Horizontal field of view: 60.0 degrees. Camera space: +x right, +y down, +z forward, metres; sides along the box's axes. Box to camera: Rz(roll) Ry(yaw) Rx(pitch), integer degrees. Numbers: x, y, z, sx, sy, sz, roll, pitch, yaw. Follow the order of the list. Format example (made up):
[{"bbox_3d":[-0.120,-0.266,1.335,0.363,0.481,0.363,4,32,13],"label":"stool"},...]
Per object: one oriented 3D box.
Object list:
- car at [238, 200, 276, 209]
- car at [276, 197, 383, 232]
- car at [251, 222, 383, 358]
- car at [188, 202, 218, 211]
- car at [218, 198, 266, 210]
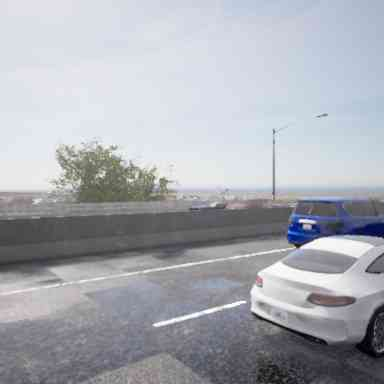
[{"bbox_3d":[6.090,1.562,25.529,4.718,1.301,1.895,0,0,-35],"label":"car"},{"bbox_3d":[5.889,1.199,12.244,5.566,2.045,2.150,0,0,-35],"label":"car"},{"bbox_3d":[3.089,1.515,5.951,4.674,1.442,1.812,0,0,-35],"label":"car"},{"bbox_3d":[1.993,1.562,31.205,4.718,1.301,1.895,0,0,-35],"label":"car"},{"bbox_3d":[4.952,1.311,29.014,4.553,1.767,2.097,0,0,-35],"label":"car"}]
